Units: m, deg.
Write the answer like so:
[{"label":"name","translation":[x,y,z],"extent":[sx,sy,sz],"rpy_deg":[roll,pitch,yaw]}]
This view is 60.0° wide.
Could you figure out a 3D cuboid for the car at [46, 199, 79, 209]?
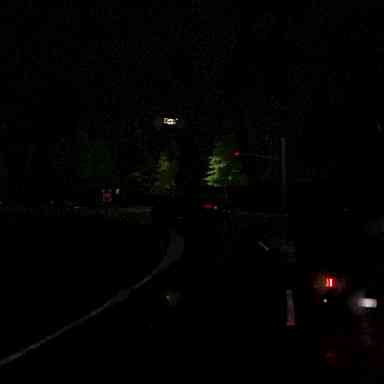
[{"label":"car","translation":[-17.696,1.572,44.592],"extent":[4.181,1.385,1.994],"rpy_deg":[0,0,32]}]

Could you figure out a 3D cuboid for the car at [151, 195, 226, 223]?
[{"label":"car","translation":[-0.541,1.227,25.493],"extent":[5.566,2.045,2.150],"rpy_deg":[0,0,32]}]

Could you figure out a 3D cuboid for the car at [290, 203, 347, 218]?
[{"label":"car","translation":[11.472,1.609,30.330],"extent":[4.718,1.301,1.895],"rpy_deg":[0,0,32]}]

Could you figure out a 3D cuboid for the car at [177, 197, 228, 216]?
[{"label":"car","translation":[1.038,1.359,32.774],"extent":[4.553,1.767,2.097],"rpy_deg":[0,0,32]}]

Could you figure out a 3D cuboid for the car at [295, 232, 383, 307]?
[{"label":"car","translation":[3.512,1.603,7.835],"extent":[1.895,1.301,4.718],"rpy_deg":[0,0,13]}]

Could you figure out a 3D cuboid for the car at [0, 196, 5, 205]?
[{"label":"car","translation":[-30.052,1.227,48.248],"extent":[5.566,2.045,2.150],"rpy_deg":[0,0,32]}]

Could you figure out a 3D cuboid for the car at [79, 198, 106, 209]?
[{"label":"car","translation":[-13.892,1.573,46.331],"extent":[4.181,1.385,1.994],"rpy_deg":[0,0,32]}]

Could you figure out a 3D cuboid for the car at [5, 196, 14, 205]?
[{"label":"car","translation":[-33.411,1.517,58.646],"extent":[4.892,1.490,1.837],"rpy_deg":[1,0,32]}]

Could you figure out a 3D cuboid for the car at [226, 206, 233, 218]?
[{"label":"car","translation":[1.354,1.570,28.436],"extent":[4.181,1.385,1.994],"rpy_deg":[0,0,32]}]
